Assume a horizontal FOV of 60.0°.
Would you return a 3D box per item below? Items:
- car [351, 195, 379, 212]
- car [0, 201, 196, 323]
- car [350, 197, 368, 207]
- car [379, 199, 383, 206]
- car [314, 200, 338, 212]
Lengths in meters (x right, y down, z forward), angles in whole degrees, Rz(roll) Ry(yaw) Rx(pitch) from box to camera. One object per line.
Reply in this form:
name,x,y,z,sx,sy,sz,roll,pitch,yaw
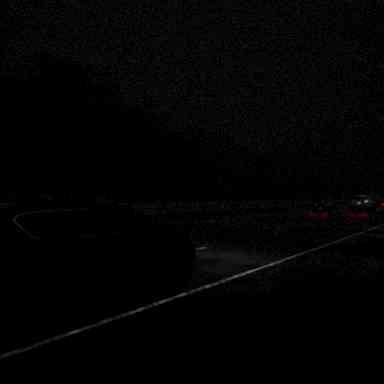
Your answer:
car,22.135,1.469,42.949,2.150,2.045,5.566,0,-1,38
car,-2.289,1.226,7.572,2.150,2.045,5.566,0,0,41
car,29.682,1.732,58.908,2.097,1.767,4.553,0,0,36
car,32.274,1.899,56.530,1.837,1.490,4.892,0,0,36
car,16.874,1.730,41.888,1.812,1.442,4.674,0,0,38
